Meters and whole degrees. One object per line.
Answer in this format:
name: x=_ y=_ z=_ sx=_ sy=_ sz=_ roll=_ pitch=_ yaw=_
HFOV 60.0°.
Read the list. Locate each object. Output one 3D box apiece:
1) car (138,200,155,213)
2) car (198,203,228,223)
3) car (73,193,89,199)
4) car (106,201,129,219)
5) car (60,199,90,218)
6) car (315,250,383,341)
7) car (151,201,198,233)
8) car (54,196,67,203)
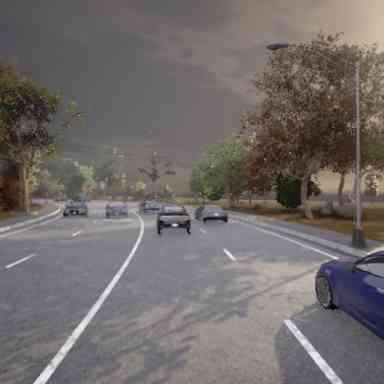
car: x=-4.915 y=1.555 z=37.810 sx=2.033 sy=1.411 sz=5.357 roll=0 pitch=0 yaw=-16
car: x=1.388 y=1.567 z=25.793 sx=1.994 sy=1.385 sz=4.181 roll=0 pitch=0 yaw=-10
car: x=-22.675 y=1.211 z=68.001 sx=2.150 sy=2.045 sz=5.566 roll=0 pitch=0 yaw=-33
car: x=-6.735 y=1.532 z=29.914 sx=1.812 sy=1.442 sz=4.674 roll=0 pitch=0 yaw=-13
car: x=-10.337 y=1.570 z=29.925 sx=1.994 sy=1.385 sz=4.181 roll=0 pitch=0 yaw=-13
car: x=3.452 y=1.521 z=4.841 sx=1.812 sy=1.442 sz=4.674 roll=0 pitch=0 yaw=-2
car: x=-1.183 y=1.494 z=19.595 sx=2.128 sy=1.511 sz=4.902 roll=0 pitch=0 yaw=-7
car: x=-26.787 y=1.462 z=67.811 sx=1.994 sy=1.385 sz=4.181 roll=0 pitch=0 yaw=-33
